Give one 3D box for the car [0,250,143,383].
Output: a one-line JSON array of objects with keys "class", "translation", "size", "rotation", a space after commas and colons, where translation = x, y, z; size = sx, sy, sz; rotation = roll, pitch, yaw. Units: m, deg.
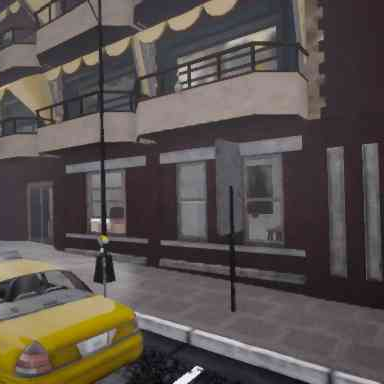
[{"class": "car", "translation": [-2.862, 1.528, 4.788], "size": [4.829, 1.417, 1.752], "rotation": [0, -2, 36]}]
